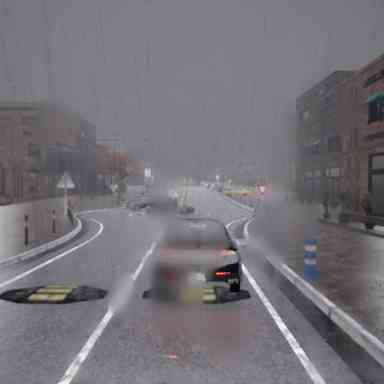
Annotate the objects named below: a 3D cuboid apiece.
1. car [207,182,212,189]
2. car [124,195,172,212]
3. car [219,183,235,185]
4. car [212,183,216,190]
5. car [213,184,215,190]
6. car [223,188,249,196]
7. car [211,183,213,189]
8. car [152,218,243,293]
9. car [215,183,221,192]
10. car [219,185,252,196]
[{"bbox_3d":[7.763,-1.505,92.392,5.566,2.045,2.435,0,2,-1],"label":"car"},{"bbox_3d":[-4.243,1.101,32.831,4.902,1.511,2.128,-1,0,-26],"label":"car"},{"bbox_3d":[8.089,-0.356,64.853,4.553,1.767,2.185,0,2,-1],"label":"car"},{"bbox_3d":[7.963,-0.786,78.626,4.892,1.521,2.231,0,2,-1],"label":"car"},{"bbox_3d":[7.995,-0.682,75.872,4.892,1.521,2.231,0,2,-1],"label":"car"},{"bbox_3d":[8.157,-0.068,62.108,4.674,1.452,2.002,0,2,-1],"label":"car"},{"bbox_3d":[7.896,-0.985,84.134,5.008,1.535,2.097,0,2,-1],"label":"car"},{"bbox_3d":[0.107,1.416,8.537,2.128,1.511,4.902,0,-1,0],"label":"car"},{"bbox_3d":[8.117,-0.600,67.601,5.566,2.045,2.435,0,2,-1],"label":"car"},{"bbox_3d":[8.001,0.015,59.349,5.366,1.575,1.946,0,3,-1],"label":"car"}]
